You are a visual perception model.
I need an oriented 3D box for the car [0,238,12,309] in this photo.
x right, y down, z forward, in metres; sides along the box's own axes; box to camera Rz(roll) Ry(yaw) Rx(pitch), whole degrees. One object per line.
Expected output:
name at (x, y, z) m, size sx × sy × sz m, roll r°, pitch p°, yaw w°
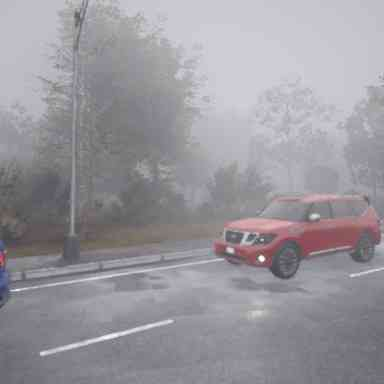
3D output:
car at (-5.460, 1.193, 4.238) m, size 5.566 × 2.045 × 2.150 m, roll 1°, pitch 0°, yaw -36°

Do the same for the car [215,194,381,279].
car at (3.372, 1.124, 10.095) m, size 5.566 × 2.045 × 2.150 m, roll -1°, pitch 1°, yaw -31°
